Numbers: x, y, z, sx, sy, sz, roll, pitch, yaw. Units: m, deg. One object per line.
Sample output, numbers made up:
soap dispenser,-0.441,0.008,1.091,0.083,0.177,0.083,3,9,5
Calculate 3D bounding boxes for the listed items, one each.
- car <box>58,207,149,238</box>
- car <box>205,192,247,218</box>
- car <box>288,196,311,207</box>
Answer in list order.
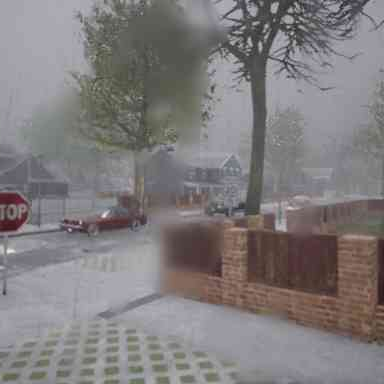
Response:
car,-4.522,1.487,17.605,1.895,1.301,4.718,2,1,35
car,3.311,1.044,28.651,2.150,2.045,5.566,2,1,36
car,14.440,1.205,44.228,1.812,1.442,4.674,2,2,36
